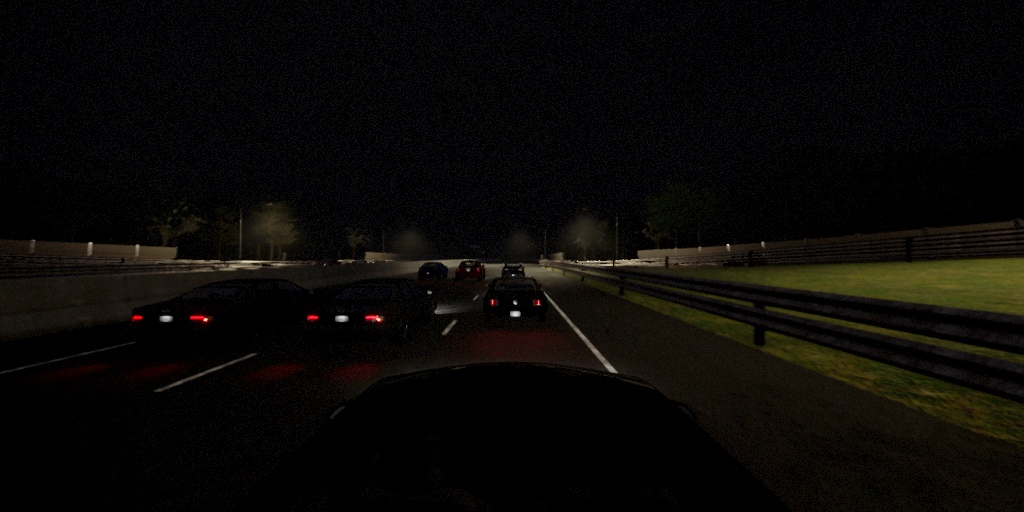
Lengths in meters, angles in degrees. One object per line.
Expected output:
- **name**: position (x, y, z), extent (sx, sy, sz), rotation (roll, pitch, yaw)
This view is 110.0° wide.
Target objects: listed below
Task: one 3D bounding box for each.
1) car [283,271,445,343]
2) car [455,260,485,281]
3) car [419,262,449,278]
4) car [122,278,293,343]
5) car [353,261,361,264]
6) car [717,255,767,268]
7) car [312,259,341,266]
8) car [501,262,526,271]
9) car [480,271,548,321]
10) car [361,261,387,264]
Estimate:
- **car**: position (-3.400, 1.302, 9.668), extent (2.033, 1.411, 5.357), rotation (0, 0, 0)
- **car**: position (-3.399, 1.135, 29.976), extent (2.097, 1.767, 4.553), rotation (0, 0, 0)
- **car**: position (-6.898, 1.265, 31.890), extent (1.882, 1.535, 5.008), rotation (0, 0, 0)
- **car**: position (-6.900, 1.303, 9.662), extent (2.033, 1.411, 5.357), rotation (0, 0, 0)
- **car**: position (-21.069, 1.399, 49.968), extent (1.994, 1.385, 4.181), rotation (0, 0, 0)
- **car**: position (24.101, 0.511, 37.898), extent (1.882, 1.535, 5.008), rotation (0, -3, -16)
- **car**: position (-24.573, 1.180, 47.589), extent (2.097, 1.767, 4.553), rotation (0, 0, 0)
- **car**: position (0.102, 1.275, 30.197), extent (2.128, 1.511, 4.902), rotation (0, 0, 0)
- **car**: position (0.101, 1.358, 12.420), extent (1.895, 1.301, 4.718), rotation (0, 0, 0)
- **car**: position (-17.580, 1.375, 47.459), extent (2.033, 1.411, 5.357), rotation (0, 0, 0)
